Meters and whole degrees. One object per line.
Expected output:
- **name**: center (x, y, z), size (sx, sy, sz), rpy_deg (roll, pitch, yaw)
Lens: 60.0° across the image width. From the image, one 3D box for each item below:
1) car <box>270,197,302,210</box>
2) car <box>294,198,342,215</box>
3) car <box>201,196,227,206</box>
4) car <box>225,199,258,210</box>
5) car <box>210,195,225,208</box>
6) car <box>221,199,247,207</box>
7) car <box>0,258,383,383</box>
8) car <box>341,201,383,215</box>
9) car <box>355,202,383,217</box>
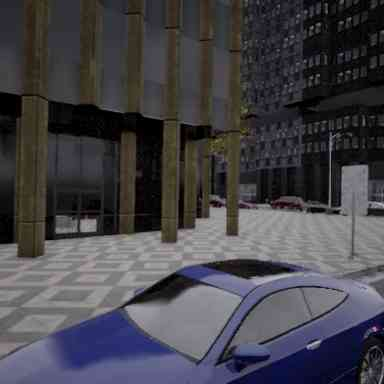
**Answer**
- **car**: center (13.574, 1.577, 47.676), size (2.192, 1.841, 5.009), rpy_deg (2, -1, -35)
- **car**: center (13.014, 1.609, 33.741), size (1.947, 1.339, 4.313), rpy_deg (2, -1, -35)
- **car**: center (3.995, 1.602, 61.156), size (2.192, 1.841, 5.009), rpy_deg (2, -1, -35)
- **car**: center (6.627, 1.641, 42.729), size (1.802, 1.307, 4.206), rpy_deg (2, -1, -35)
- **car**: center (3.438, 1.382, 47.227), size (2.192, 1.841, 5.009), rpy_deg (2, -1, -35)
- **car**: center (7.184, 1.844, 56.659), size (1.947, 1.339, 4.313), rpy_deg (2, -1, -35)
- **car**: center (0.361, 1.532, 3.519), size (4.674, 1.442, 1.812), rpy_deg (0, 0, -36)
- **car**: center (19.957, 1.798, 38.685), size (2.008, 1.369, 4.403), rpy_deg (2, -1, -35)
- **car**: center (16.208, 1.587, 29.248), size (2.008, 1.369, 4.403), rpy_deg (2, -1, -35)
